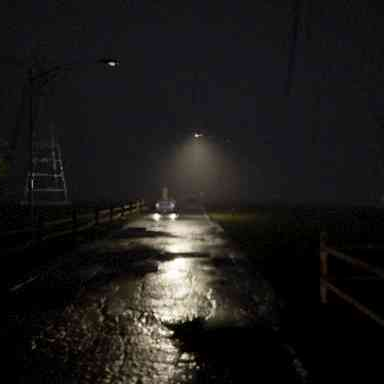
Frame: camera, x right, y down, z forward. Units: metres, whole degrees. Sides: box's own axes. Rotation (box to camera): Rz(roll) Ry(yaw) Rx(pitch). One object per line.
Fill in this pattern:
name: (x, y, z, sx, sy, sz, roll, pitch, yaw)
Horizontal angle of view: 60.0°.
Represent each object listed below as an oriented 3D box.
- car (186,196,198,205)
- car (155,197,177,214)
car: (-0.022, 1.503, 57.710, 1.837, 1.490, 4.892, 0, 0, 0)
car: (-2.768, 1.350, 36.016, 2.097, 1.767, 4.553, 0, 0, 0)
